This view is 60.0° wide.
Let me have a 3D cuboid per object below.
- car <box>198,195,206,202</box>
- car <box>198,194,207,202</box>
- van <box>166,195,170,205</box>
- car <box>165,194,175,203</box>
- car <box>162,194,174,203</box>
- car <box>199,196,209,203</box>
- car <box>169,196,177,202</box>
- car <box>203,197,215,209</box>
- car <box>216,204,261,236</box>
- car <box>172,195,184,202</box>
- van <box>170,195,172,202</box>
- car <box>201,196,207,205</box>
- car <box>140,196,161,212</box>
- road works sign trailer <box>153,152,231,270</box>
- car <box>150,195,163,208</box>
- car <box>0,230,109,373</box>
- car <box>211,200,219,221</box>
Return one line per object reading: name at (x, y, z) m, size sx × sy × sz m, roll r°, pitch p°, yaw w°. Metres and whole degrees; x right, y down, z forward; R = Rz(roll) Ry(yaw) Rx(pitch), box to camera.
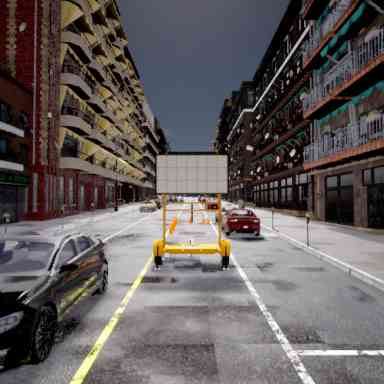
car at (2.661, 1.690, 62.596) m, size 1.887 × 1.381 × 4.507 m, roll 1°, pitch 0°, yaw 0°
car at (2.659, 1.559, 84.720) m, size 2.192 × 1.841 × 5.009 m, roll 1°, pitch 0°, yaw 0°
van at (-5.221, 1.465, 57.136) m, size 1.690 × 1.788 × 3.998 m, roll 2°, pitch 0°, yaw 0°
car at (-5.194, 1.533, 79.258) m, size 2.192 × 1.841 × 5.009 m, roll 1°, pitch 0°, yaw 0°
car at (-5.201, 1.508, 73.728) m, size 2.192 × 1.841 × 5.009 m, roll 1°, pitch 0°, yaw 0°
car at (2.684, 1.632, 73.658) m, size 1.967 × 1.590 × 4.097 m, roll 1°, pitch 0°, yaw 0°
car at (-5.186, 1.839, 90.320) m, size 1.947 × 1.339 × 4.313 m, roll 1°, pitch 0°, yaw 0°
car at (2.633, 1.617, 40.472) m, size 1.887 × 1.381 × 4.507 m, roll 1°, pitch 0°, yaw 0°
car at (2.606, 1.566, 18.350) m, size 1.887 × 1.381 × 4.507 m, roll 1°, pitch 0°, yaw 0°
car at (-2.667, 1.658, 67.894) m, size 2.128 × 1.511 × 4.902 m, roll 0°, pitch 0°, yaw 0°
van at (-5.215, 1.486, 62.668) m, size 1.690 × 1.788 × 3.998 m, roll 1°, pitch 0°, yaw 0°
car at (2.640, 1.639, 46.004) m, size 2.008 × 1.369 × 4.403 m, roll 1°, pitch 0°, yaw 0°
car at (-5.246, 1.598, 40.375) m, size 1.752 × 1.417 × 4.829 m, roll 2°, pitch 0°, yaw 0°
road works sign trailer at (0.003, 0.475, 11.041) m, size 2.380 × 3.560 × 2.880 m, roll 0°, pitch 0°, yaw 0°
car at (-5.234, 1.403, 46.077) m, size 2.192 × 1.841 × 5.009 m, roll 2°, pitch 0°, yaw 0°
car at (-2.842, 1.496, 5.911) m, size 2.128 × 1.511 × 4.902 m, roll 0°, pitch 0°, yaw 0°
car at (2.614, 1.557, 24.052) m, size 1.752 × 1.417 × 4.829 m, roll 1°, pitch 0°, yaw 0°
